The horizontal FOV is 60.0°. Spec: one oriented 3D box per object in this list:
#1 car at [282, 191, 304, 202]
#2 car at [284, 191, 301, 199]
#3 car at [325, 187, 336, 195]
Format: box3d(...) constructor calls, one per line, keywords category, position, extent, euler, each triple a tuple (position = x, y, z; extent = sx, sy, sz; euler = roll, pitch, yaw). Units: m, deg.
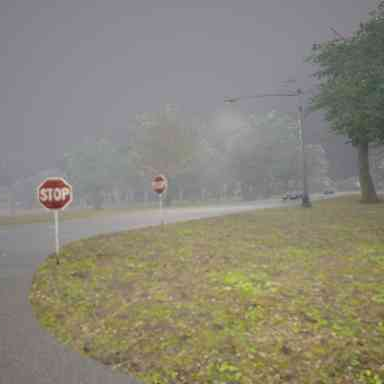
box3d(category="car", position=(13.714, 0.539, 44.451), extent=(1.895, 1.301, 4.718), euler=(-4, -1, 34))
box3d(category="car", position=(20.073, 0.525, 66.191), extent=(1.895, 1.301, 4.718), euler=(-4, -1, 34))
box3d(category="car", position=(31.766, -0.270, 76.267), extent=(2.097, 1.767, 4.553), euler=(-4, -1, 29))
